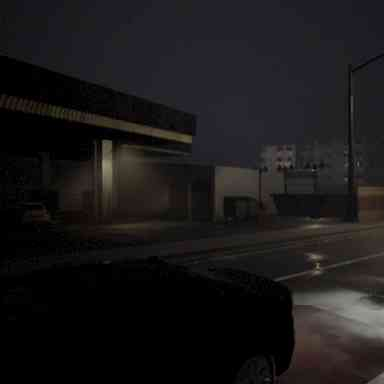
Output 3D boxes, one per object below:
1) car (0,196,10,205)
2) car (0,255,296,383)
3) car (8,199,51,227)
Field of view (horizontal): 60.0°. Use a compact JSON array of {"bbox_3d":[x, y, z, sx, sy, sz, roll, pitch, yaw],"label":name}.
[{"bbox_3d":[-33.125,1.479,57.000,4.892,1.490,1.837,0,0,-35],"label":"car"},{"bbox_3d":[-1.105,1.474,3.199,5.008,1.535,1.882,0,0,-36],"label":"car"},{"bbox_3d":[-10.677,1.438,22.008,1.970,1.475,3.806,0,0,-35],"label":"car"}]
